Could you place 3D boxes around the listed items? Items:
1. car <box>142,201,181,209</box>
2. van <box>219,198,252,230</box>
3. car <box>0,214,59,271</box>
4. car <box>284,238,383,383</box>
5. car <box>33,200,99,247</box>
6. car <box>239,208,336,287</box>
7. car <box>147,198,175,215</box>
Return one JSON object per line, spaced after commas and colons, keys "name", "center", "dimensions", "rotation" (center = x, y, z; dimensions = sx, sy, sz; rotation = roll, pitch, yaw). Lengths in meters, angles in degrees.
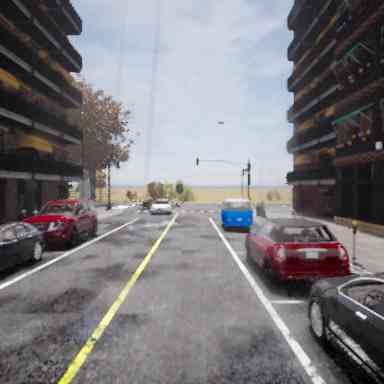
{"name": "car", "center": [-3.998, 1.527, 43.290], "dimensions": [5.008, 1.535, 1.882], "rotation": [0, 1, 0]}
{"name": "van", "center": [2.680, 1.318, 20.687], "dimensions": [1.690, 1.788, 3.998], "rotation": [-1, 0, 0]}
{"name": "car", "center": [-5.699, 1.542, 9.312], "dimensions": [2.008, 1.369, 4.403], "rotation": [-1, 0, 0]}
{"name": "car", "center": [2.680, 1.547, 3.694], "dimensions": [2.008, 1.369, 4.403], "rotation": [-1, 0, 0]}
{"name": "car", "center": [-5.701, 1.300, 14.976], "dimensions": [2.192, 1.841, 5.009], "rotation": [-1, 0, 0]}
{"name": "car", "center": [2.679, 1.431, 9.359], "dimensions": [1.967, 1.590, 4.097], "rotation": [-1, 0, 0]}
{"name": "car", "center": [-3.004, 1.484, 33.273], "dimensions": [1.812, 1.442, 4.674], "rotation": [0, 0, 0]}
